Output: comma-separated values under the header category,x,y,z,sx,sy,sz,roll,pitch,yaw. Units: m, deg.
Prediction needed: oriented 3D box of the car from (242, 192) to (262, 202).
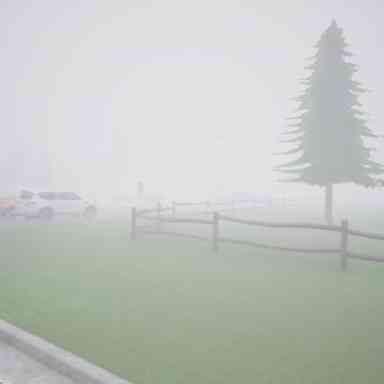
category,x,y,z,sx,sy,sz,roll,pitch,yaw
car,11.668,0.892,64.324,2.097,1.767,4.553,1,1,36

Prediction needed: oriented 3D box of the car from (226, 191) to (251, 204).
category,x,y,z,sx,sy,sz,roll,pitch,yaw
car,8.265,0.820,53.550,2.150,2.045,5.566,1,1,36

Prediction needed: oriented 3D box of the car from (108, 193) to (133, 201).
category,x,y,z,sx,sy,sz,roll,pitch,yaw
car,-12.164,0.820,56.848,1.812,1.442,4.674,1,0,35

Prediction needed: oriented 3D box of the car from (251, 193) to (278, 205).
category,x,y,z,sx,sy,sz,roll,pitch,yaw
car,11.424,1.181,51.950,1.812,1.442,4.674,1,1,36

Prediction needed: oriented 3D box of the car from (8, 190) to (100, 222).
category,x,y,z,sx,sy,sz,roll,pitch,yaw
car,-9.093,0.883,22.871,2.150,2.045,5.566,1,1,38

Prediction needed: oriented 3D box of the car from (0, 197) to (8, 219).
category,x,y,z,sx,sy,sz,roll,pitch,yaw
car,-13.758,0.961,21.840,2.097,1.767,4.553,1,1,34

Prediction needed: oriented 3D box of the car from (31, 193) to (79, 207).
category,x,y,z,sx,sy,sz,roll,pitch,yaw
car,-15.993,0.892,39.112,1.882,1.535,5.008,1,1,35

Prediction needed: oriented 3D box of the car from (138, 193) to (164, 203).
category,x,y,z,sx,sy,sz,roll,pitch,yaw
car,-6.432,0.901,52.857,2.128,1.511,4.902,1,1,35

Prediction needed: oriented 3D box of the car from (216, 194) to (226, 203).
category,x,y,z,sx,sy,sz,roll,pitch,yaw
car,6.154,1.088,56.603,2.033,1.411,5.357,1,1,36

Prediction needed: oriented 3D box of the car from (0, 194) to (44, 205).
category,x,y,z,sx,sy,sz,roll,pitch,yaw
car,-21.897,0.900,42.879,1.895,1.301,4.718,1,1,35

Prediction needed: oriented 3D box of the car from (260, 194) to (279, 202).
category,x,y,z,sx,sy,sz,roll,pitch,yaw
car,14.505,1.123,62.280,1.812,1.442,4.674,1,1,36
